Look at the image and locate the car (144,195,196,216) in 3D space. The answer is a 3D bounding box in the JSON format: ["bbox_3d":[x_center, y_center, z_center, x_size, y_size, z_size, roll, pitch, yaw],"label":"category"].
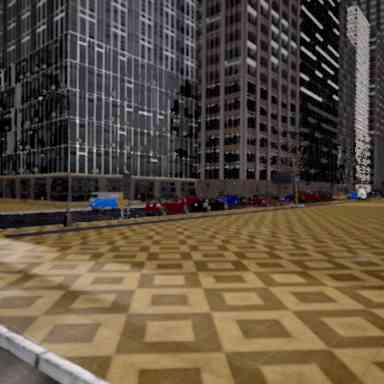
[{"bbox_3d":[-1.953,1.106,27.808,1.967,1.590,4.097,2,1,41],"label":"car"}]

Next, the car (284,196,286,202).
[{"bbox_3d":[16.367,0.934,53.330,1.812,1.442,4.674,1,1,41],"label":"car"}]

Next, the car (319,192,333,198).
[{"bbox_3d":[32.530,0.684,80.738,1.947,1.339,4.313,2,1,41],"label":"car"}]

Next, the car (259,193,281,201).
[{"bbox_3d":[13.936,0.887,59.211,1.947,1.339,4.313,2,1,41],"label":"car"}]

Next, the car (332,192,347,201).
[{"bbox_3d":[27.814,0.863,62.457,1.752,1.417,4.829,2,1,41],"label":"car"}]

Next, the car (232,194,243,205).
[{"bbox_3d":[4.257,0.957,44.017,1.882,1.535,5.008,1,1,41],"label":"car"}]

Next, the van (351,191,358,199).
[{"bbox_3d":[35.142,0.599,70.935,1.690,1.788,3.998,2,1,41],"label":"van"}]

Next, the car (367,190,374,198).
[{"bbox_3d":[38.858,0.768,75.244,2.008,1.369,4.403,2,1,41],"label":"car"}]

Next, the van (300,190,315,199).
[{"bbox_3d":[25.094,0.540,72.122,1.690,1.788,3.998,2,1,41],"label":"van"}]

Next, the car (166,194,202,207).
[{"bbox_3d":[-0.946,1.029,41.997,1.887,1.381,4.507,2,1,41],"label":"car"}]

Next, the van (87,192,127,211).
[{"bbox_3d":[-8.465,0.906,33.457,1.690,1.788,3.998,2,1,41],"label":"van"}]

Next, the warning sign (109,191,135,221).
[{"bbox_3d":[-4.485,0.855,21.443,1.300,1.860,1.060,0,0,41],"label":"warning sign"}]

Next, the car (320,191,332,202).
[{"bbox_3d":[20.267,0.735,53.714,2.192,1.841,5.009,2,1,41],"label":"car"}]

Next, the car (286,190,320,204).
[{"bbox_3d":[16.549,0.776,49.409,2.192,1.841,5.009,2,1,41],"label":"car"}]

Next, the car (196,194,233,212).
[{"bbox_3d":[1.722,1.191,32.151,1.947,1.339,4.313,2,1,41],"label":"car"}]

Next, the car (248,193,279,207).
[{"bbox_3d":[9.109,1.124,40.804,1.802,1.307,4.206,2,1,41],"label":"car"}]
